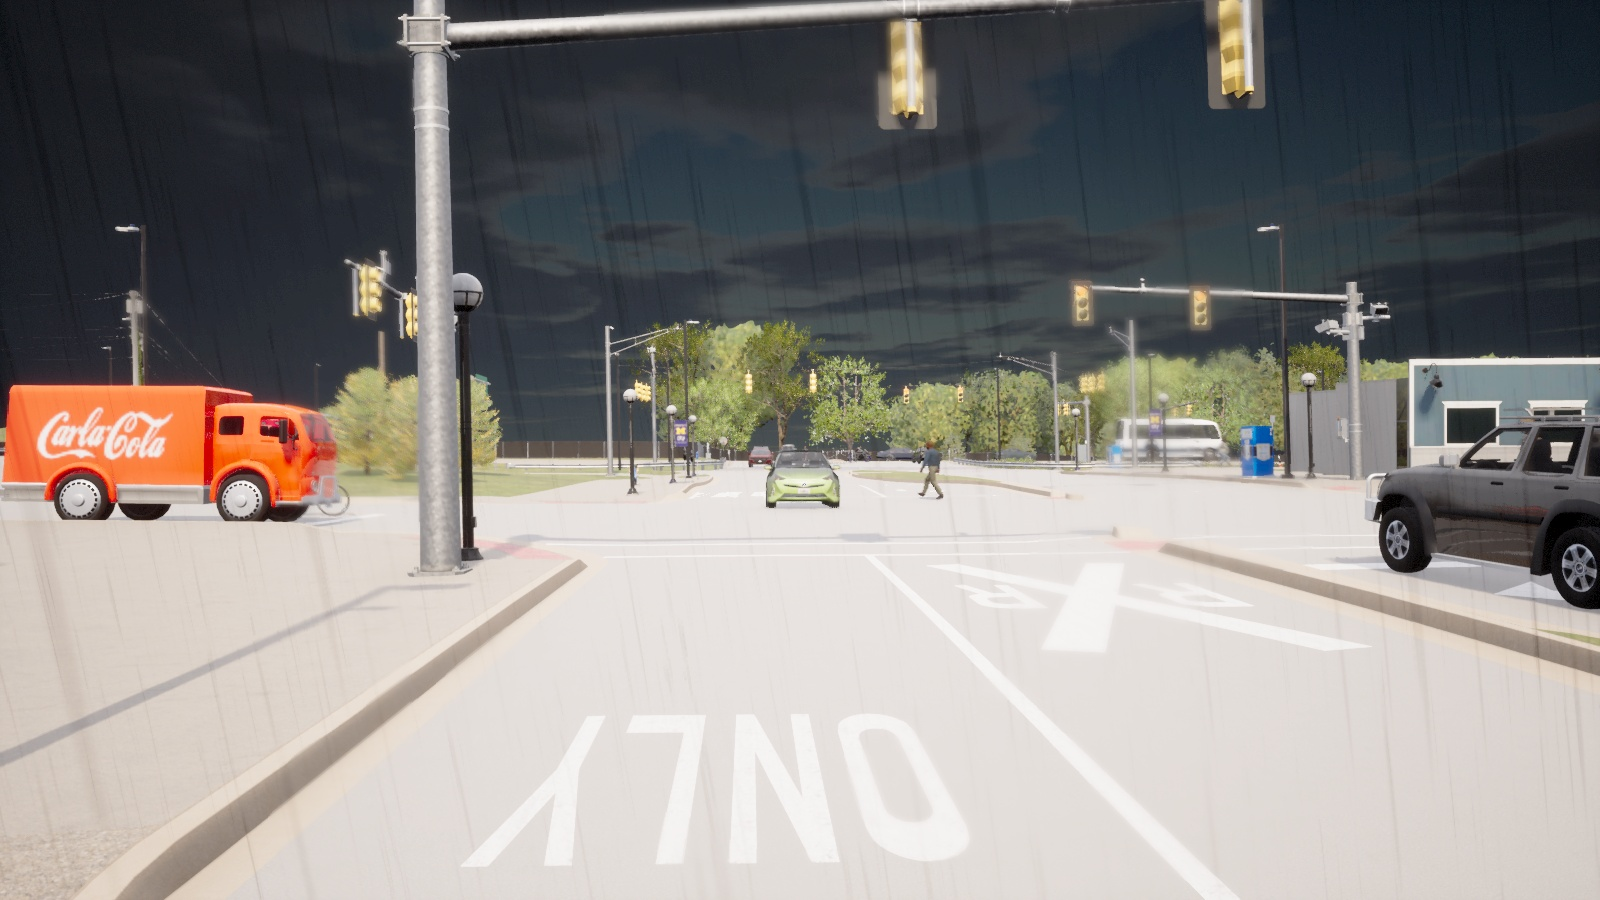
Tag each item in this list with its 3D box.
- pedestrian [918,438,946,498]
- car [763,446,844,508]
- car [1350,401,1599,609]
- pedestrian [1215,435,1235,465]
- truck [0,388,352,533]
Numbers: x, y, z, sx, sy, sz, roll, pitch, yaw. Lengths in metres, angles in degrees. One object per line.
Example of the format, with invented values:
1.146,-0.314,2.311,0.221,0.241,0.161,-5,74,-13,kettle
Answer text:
4.061,0.563,38.634,0.726,1.835,0.370,-2,-1,41,pedestrian
0.020,0.723,33.527,2.007,1.525,4.514,-1,-1,-2,car
7.887,0.436,13.015,1.932,1.855,4.605,-1,1,-7,car
26.806,-0.022,79.160,0.900,1.855,0.874,-2,-1,-1,pedestrian
-11.175,0.198,22.732,5.204,2.467,2.627,0,-1,-2,truck
